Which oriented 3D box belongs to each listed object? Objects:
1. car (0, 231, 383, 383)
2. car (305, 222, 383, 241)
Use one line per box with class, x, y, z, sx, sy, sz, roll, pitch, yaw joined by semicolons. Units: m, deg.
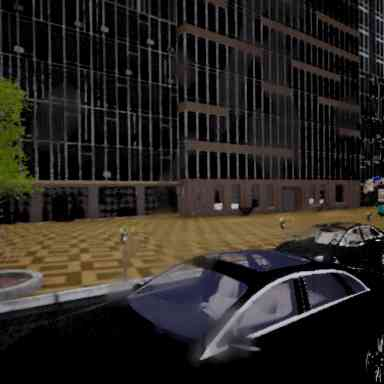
car;0.469;1.496;3.693;4.902;1.511;2.128;0;0;-35
car;4.095;1.566;9.492;4.403;1.369;2.008;0;-1;-35
